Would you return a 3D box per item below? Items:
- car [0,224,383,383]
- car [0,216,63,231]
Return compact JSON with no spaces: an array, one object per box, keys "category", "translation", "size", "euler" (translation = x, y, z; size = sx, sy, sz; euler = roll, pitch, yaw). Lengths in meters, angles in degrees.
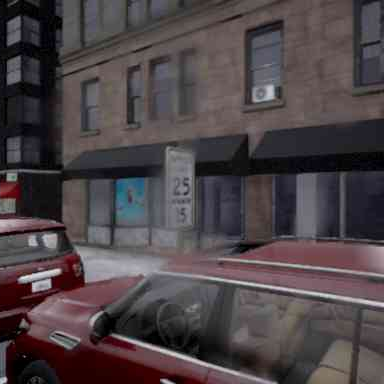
[{"category":"car","translation":[0.559,1.324,2.669],"size":[5.009,1.841,2.192],"euler":[-1,0,36]},{"category":"car","translation":[-3.986,1.377,5.917],"size":[5.009,1.841,2.192],"euler":[-1,0,36]}]
